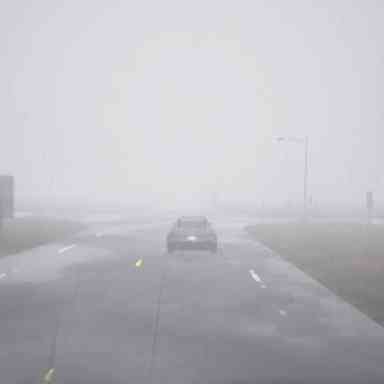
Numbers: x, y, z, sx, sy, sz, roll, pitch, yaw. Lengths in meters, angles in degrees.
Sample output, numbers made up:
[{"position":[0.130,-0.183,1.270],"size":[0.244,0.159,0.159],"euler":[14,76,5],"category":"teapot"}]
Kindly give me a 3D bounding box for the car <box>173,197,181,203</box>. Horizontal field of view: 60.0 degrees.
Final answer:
[{"position":[-3.512,1.892,79.453],"size":[2.033,1.411,5.357],"euler":[0,1,0],"category":"car"}]

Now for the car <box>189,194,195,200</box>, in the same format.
[{"position":[-0.014,1.404,92.967],"size":[1.837,1.490,4.892],"euler":[0,1,0],"category":"car"}]

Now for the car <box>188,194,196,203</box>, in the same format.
[{"position":[-0.012,1.817,81.302],"size":[2.128,1.511,4.902],"euler":[0,1,0],"category":"car"}]

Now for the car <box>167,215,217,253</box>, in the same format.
[{"position":[0.005,1.691,14.274],"size":[1.994,1.385,4.181],"euler":[0,0,0],"category":"car"}]
